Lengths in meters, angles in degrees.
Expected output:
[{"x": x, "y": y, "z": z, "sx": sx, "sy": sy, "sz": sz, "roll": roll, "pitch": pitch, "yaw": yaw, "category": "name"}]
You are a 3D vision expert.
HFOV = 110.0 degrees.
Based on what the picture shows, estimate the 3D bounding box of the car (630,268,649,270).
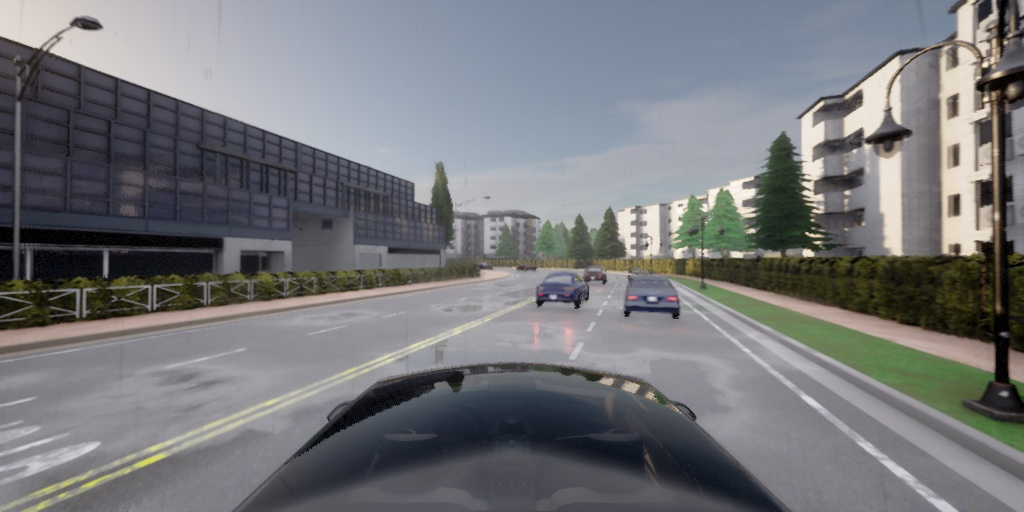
[{"x": 10.148, "y": 1.628, "z": 28.598, "sx": 1.895, "sy": 1.301, "sz": 4.718, "roll": 0, "pitch": -1, "yaw": 17, "category": "car"}]

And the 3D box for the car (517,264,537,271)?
[{"x": 2.568, "y": 1.985, "z": 61.856, "sx": 1.895, "sy": 1.301, "sz": 4.718, "roll": 0, "pitch": -1, "yaw": -22, "category": "car"}]

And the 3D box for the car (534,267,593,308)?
[{"x": 2.342, "y": 1.426, "z": 16.076, "sx": 1.812, "sy": 1.442, "sz": 4.674, "roll": 0, "pitch": 0, "yaw": 19, "category": "car"}]

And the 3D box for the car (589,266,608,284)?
[{"x": 7.004, "y": 1.573, "z": 30.333, "sx": 1.812, "sy": 1.442, "sz": 4.674, "roll": 0, "pitch": 0, "yaw": 17, "category": "car"}]

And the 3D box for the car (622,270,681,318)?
[{"x": 5.215, "y": 1.420, "z": 13.667, "sx": 2.033, "sy": 1.411, "sz": 5.357, "roll": 0, "pitch": -1, "yaw": 19, "category": "car"}]
